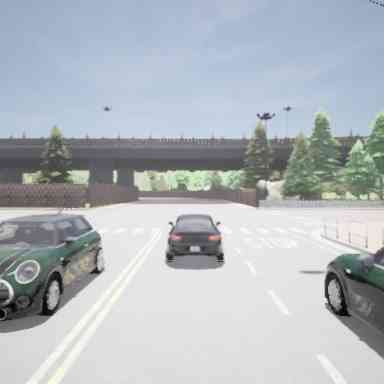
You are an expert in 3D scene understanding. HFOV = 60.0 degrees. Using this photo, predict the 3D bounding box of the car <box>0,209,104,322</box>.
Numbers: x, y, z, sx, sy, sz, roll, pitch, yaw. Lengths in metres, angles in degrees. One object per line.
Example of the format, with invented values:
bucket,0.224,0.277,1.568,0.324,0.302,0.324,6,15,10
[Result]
car,-3.538,1.336,7.475,2.097,1.767,4.553,0,0,1

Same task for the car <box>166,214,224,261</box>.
car,0.094,1.499,12.015,1.812,1.442,4.674,0,0,0

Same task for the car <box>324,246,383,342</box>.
car,3.601,1.342,4.597,2.097,1.767,4.553,0,0,0
